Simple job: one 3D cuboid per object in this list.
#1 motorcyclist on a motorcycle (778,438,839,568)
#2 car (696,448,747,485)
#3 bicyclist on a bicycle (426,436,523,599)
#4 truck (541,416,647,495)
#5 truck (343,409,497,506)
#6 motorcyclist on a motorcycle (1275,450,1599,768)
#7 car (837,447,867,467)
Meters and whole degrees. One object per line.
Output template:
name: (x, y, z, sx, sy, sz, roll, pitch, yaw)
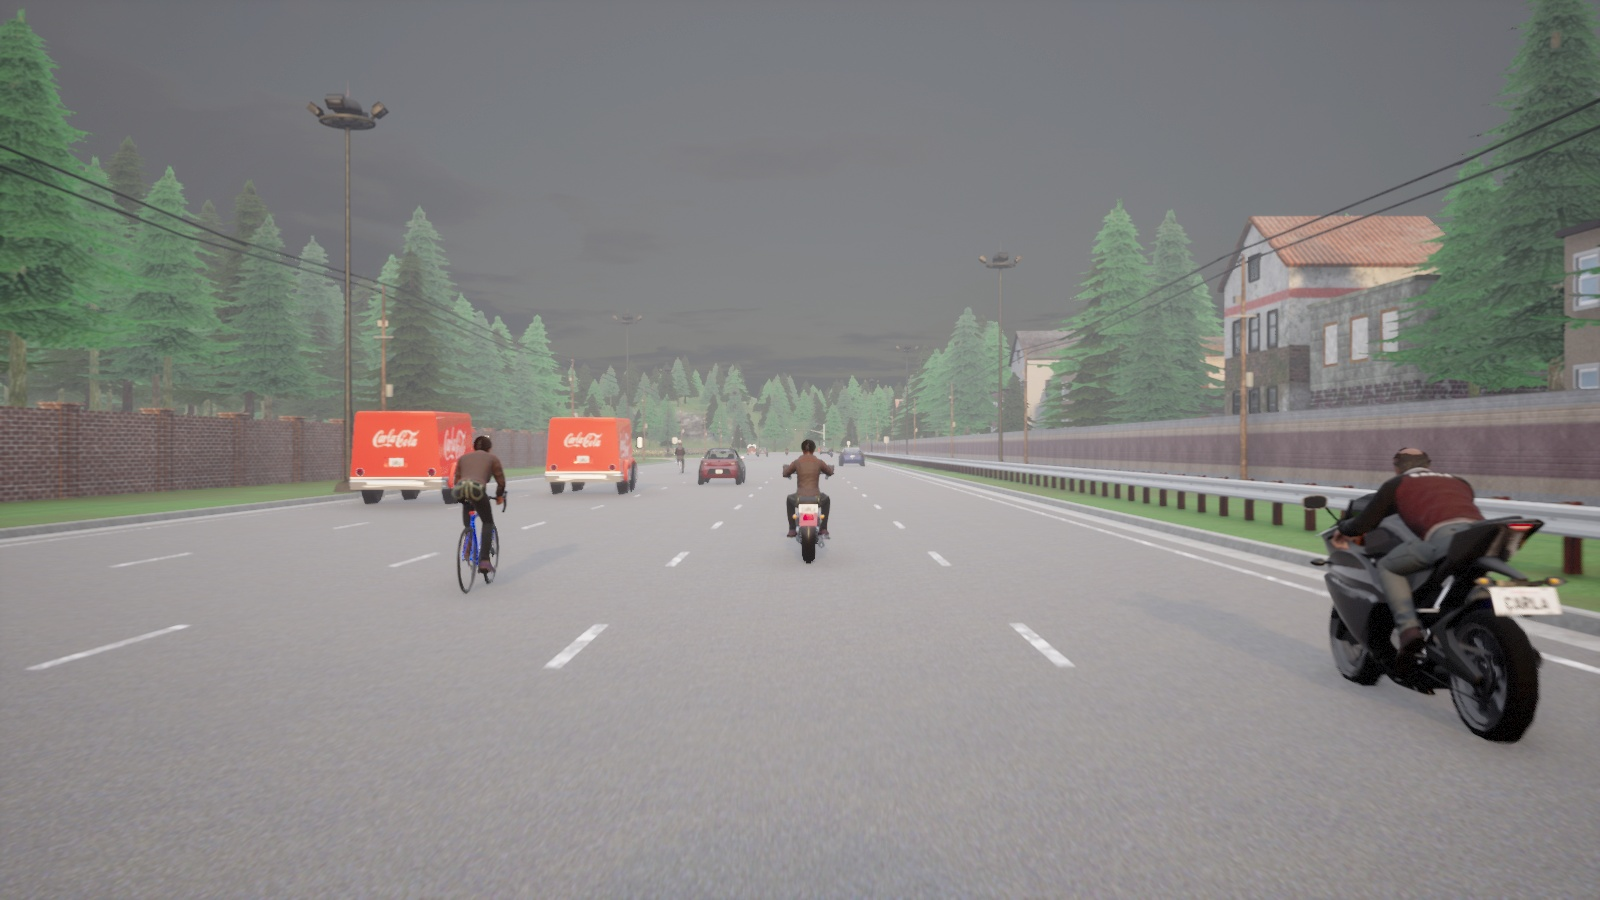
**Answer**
motorcyclist on a motorcycle: (0.114, 0.661, 17.074, 0.766, 1.649, 2.350, 0, 0, 0)
car: (-3.187, 0.650, 51.631, 1.816, 1.474, 4.193, 0, 0, 0)
bicyclist on a bicycle: (-3.404, 0.669, 13.260, 0.582, 1.620, 1.656, 0, 0, 0)
truck: (-6.743, 0.167, 41.797, 2.627, 2.467, 5.204, 0, 0, 0)
truck: (-10.286, 0.180, 34.495, 2.627, 2.467, 5.204, 0, 0, 0)
motorcyclist on a motorcycle: (3.557, 0.770, 7.176, 0.866, 1.530, 2.191, 0, 0, 0)
car: (4.088, 0.542, 99.331, 2.163, 1.488, 4.792, 0, 0, 0)
